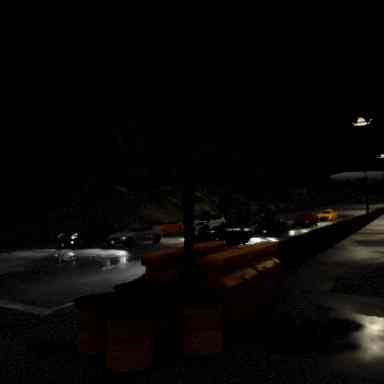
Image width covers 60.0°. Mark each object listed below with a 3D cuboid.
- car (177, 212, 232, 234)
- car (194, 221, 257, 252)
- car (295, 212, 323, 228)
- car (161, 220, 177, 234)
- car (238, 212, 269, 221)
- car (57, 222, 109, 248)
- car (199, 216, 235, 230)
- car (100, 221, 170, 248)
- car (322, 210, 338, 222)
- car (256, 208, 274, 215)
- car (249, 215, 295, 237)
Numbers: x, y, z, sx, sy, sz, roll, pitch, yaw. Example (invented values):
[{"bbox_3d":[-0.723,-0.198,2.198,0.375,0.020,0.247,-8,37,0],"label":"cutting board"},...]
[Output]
[{"bbox_3d":[1.299,3.022,31.913,2.150,2.045,5.566,-4,-4,33],"label":"car"},{"bbox_3d":[1.902,2.708,19.934,1.895,1.301,4.718,-4,-4,33],"label":"car"},{"bbox_3d":[12.244,3.036,35.887,1.882,1.535,5.008,-4,-3,33],"label":"car"},{"bbox_3d":[-2.607,3.452,32.284,1.882,1.535,5.008,-4,-4,33],"label":"car"},{"bbox_3d":[7.121,3.573,40.832,2.033,1.411,5.357,-4,-3,33],"label":"car"},{"bbox_3d":[-7.608,3.085,24.542,2.097,1.767,4.553,-4,-4,32],"label":"car"},{"bbox_3d":[3.172,3.757,41.168,2.033,1.411,5.357,-4,-3,33],"label":"car"},{"bbox_3d":[-3.946,3.074,23.763,1.812,1.442,4.674,-4,-4,33],"label":"car"},{"bbox_3d":[18.633,3.235,45.645,1.882,1.535,5.008,-4,-3,33],"label":"car"},{"bbox_3d":[11.548,3.678,53.949,2.150,2.045,5.566,-4,-3,33],"label":"car"},{"bbox_3d":[6.648,2.900,27.283,1.994,1.385,4.181,-4,-4,32],"label":"car"}]
